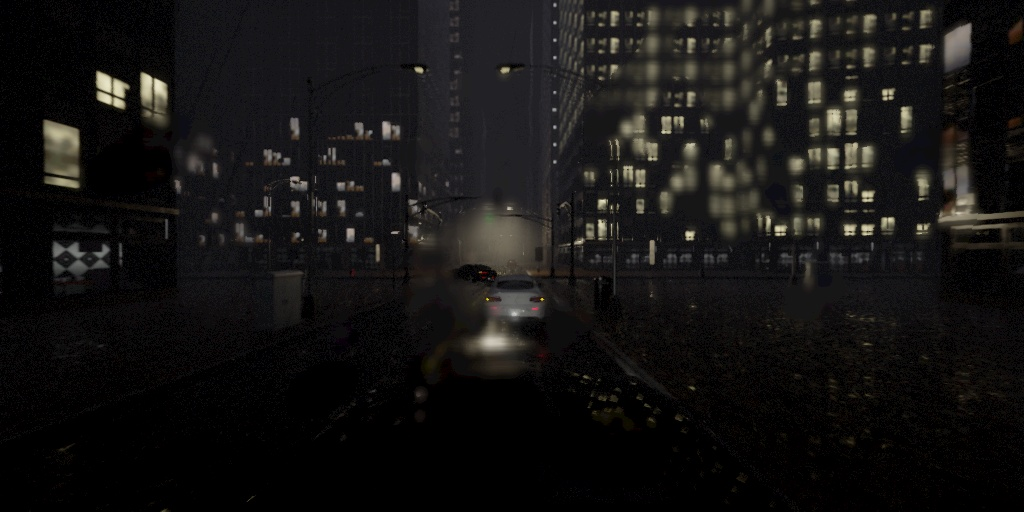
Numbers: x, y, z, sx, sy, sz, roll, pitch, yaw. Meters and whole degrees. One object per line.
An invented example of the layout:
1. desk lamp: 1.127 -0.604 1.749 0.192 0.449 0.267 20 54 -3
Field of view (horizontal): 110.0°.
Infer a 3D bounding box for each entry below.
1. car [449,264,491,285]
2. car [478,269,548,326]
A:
1. car: -3.115 1.344 27.824 1.837 1.490 4.892 2 -1 -37
2. car: 0.098 1.299 11.655 1.812 1.442 4.674 0 0 0
